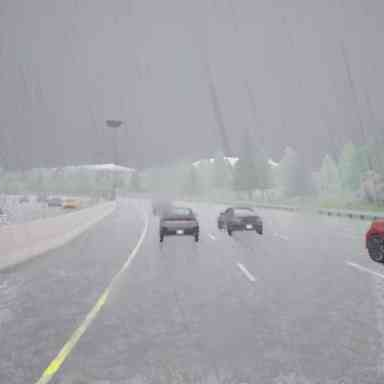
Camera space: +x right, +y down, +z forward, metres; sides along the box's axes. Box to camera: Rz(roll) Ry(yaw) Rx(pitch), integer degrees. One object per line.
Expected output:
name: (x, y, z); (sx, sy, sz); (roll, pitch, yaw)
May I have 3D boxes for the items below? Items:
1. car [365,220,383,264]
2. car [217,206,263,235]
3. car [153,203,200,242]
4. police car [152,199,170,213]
car: (6.855, 1.203, 8.625); (2.150, 2.045, 5.566); (0, 0, -2)
car: (2.617, 1.537, 18.696); (1.812, 1.442, 4.674); (0, 0, -5)
car: (-0.708, 1.515, 16.685); (2.128, 1.511, 4.902); (0, 0, -5)
police car: (-3.234, 1.562, 35.635); (2.038, 1.542, 4.974); (0, 0, -10)
